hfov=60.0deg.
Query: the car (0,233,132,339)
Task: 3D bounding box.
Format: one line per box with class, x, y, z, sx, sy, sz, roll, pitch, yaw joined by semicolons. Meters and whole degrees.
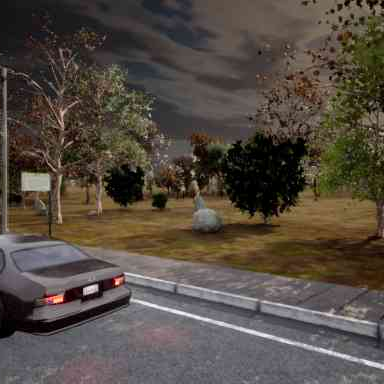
car;-3.596;1.547;6.571;5.357;1.411;2.033;0;0;36
